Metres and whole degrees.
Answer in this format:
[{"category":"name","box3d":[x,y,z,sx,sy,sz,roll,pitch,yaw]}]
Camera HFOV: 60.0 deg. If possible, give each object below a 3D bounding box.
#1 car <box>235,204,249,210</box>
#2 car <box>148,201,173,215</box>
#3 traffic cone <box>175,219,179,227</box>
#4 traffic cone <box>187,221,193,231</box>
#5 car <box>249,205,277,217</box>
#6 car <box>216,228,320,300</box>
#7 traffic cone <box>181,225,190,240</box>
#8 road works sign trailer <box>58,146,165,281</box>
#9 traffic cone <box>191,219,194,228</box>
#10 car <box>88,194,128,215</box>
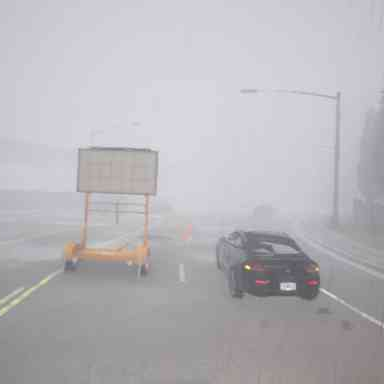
[{"category":"car","box3d":[10.840,3.160,70.934,1.994,1.385,4.181,1,-3,37]},{"category":"car","box3d":[-3.685,1.789,38.081,1.812,1.442,4.674,2,-1,20]},{"category":"traffic cone","box3d":[-1.040,2.130,22.940,0.340,0.580,0.340,2,0,3]},{"category":"traffic cone","box3d":[-0.280,2.119,18.887,0.340,0.580,0.340,2,0,3]},{"category":"car","box3d":[9.251,2.301,41.908,2.033,1.411,5.357,1,-1,27]},{"category":"car","box3d":[1.756,1.686,8.784,1.812,1.442,4.674,2,0,-3]},{"category":"traffic cone","box3d":[-0.398,2.096,16.892,0.340,0.580,0.340,2,-1,3]},{"category":"road works sign trailer","box3d":[-2.225,0.460,10.009,2.380,3.560,2.880,2,-1,3]},{"category":"traffic cone","box3d":[-0.161,2.143,20.884,0.340,0.580,0.340,2,-1,3]},{"category":"car","box3d":[-8.649,1.258,34.376,2.150,2.045,5.566,2,-1,18]}]
